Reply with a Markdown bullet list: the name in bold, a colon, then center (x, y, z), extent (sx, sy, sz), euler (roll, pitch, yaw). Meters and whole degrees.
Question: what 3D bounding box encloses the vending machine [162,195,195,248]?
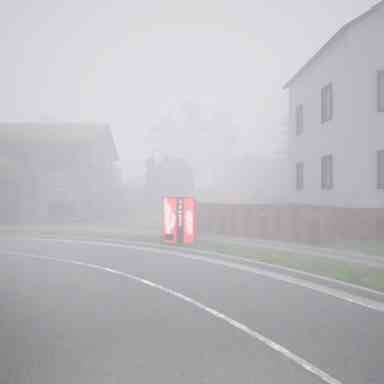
- **vending machine**: center (-0.548, 1.195, 14.005), extent (0.880, 2.100, 1.100), euler (0, 0, 38)
